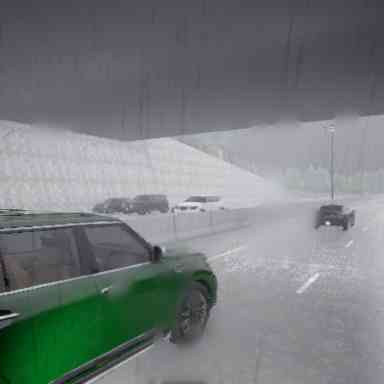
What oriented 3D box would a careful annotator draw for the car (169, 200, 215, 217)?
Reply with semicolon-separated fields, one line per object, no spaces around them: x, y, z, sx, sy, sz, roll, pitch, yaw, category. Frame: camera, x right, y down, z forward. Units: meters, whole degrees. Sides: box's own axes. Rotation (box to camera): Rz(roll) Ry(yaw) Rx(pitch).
0.082;1.547;33.364;2.033;1.411;5.357;0;0;32;car

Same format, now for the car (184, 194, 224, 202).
0.781;1.221;27.939;2.150;2.045;5.566;0;0;32;car

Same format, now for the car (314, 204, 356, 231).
9.052;1.505;21.003;1.837;1.490;4.892;0;0;32;car

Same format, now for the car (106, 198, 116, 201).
-7.913;1.351;33.831;2.097;1.767;4.553;0;0;32;car

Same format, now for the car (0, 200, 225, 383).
-1.773;1.217;3.967;2.150;2.045;5.566;0;-1;32;car

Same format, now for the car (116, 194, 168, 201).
-4.481;1.221;32.710;2.150;2.045;5.566;0;0;32;car
